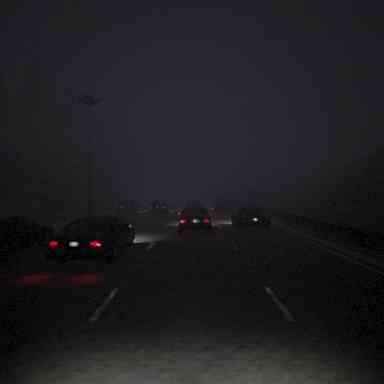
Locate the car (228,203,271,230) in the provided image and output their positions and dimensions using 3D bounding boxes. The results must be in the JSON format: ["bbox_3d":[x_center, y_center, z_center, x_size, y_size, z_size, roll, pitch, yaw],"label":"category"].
[{"bbox_3d":[3.666,1.570,21.231,1.994,1.385,4.181,0,0,0],"label":"car"}]

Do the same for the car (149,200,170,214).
[{"bbox_3d":[-3.376,1.557,34.988,2.033,1.411,5.357,0,0,0],"label":"car"}]

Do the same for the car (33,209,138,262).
[{"bbox_3d":[-3.374,1.551,12.052,2.033,1.411,5.357,0,0,0],"label":"car"}]

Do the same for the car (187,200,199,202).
[{"bbox_3d":[0.104,1.612,38.879,1.895,1.301,4.718,0,0,0],"label":"car"}]

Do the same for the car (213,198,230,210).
[{"bbox_3d":[3.598,1.503,39.922,2.128,1.511,4.902,0,0,0],"label":"car"}]

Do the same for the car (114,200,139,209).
[{"bbox_3d":[-6.876,1.557,34.987,2.033,1.411,5.357,0,0,0],"label":"car"}]

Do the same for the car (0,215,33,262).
[{"bbox_3d":[-6.873,1.551,12.058,2.033,1.411,5.357,0,0,0],"label":"car"}]

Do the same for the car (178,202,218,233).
[{"bbox_3d":[0.166,1.553,19.540,2.033,1.411,5.357,0,0,0],"label":"car"}]
